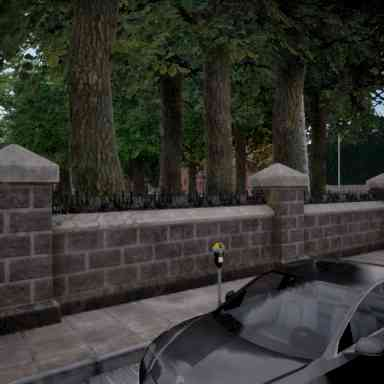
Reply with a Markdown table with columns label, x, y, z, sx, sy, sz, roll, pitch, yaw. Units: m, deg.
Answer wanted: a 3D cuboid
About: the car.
| label | x | y | z | sx | sy | sz | roll | pitch | yaw |
| --- | --- | --- | --- | --- | --- | --- | --- | --- | --- |
| car | 1.505 | 1.565 | 3.894 | 4.313 | 1.339 | 1.947 | 0 | -1 | -36 |
